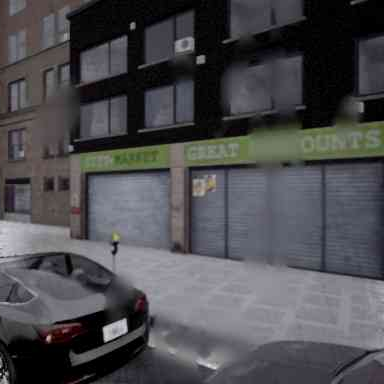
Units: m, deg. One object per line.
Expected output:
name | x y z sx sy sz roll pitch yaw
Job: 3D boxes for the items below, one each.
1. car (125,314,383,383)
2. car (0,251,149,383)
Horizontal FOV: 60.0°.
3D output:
car | 1.959 1.552 1.684 4.403 1.369 2.008 0 0 35
car | -2.538 1.557 4.891 4.313 1.339 1.947 0 0 35
